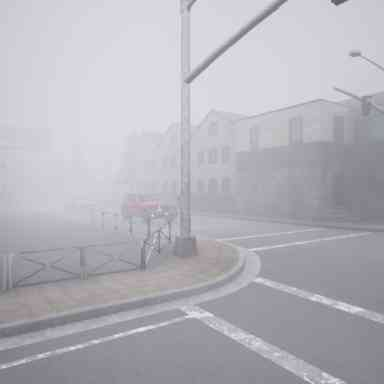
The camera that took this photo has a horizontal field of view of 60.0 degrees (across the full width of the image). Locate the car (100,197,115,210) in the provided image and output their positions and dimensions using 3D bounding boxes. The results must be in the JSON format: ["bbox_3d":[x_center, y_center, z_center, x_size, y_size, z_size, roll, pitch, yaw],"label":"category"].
[{"bbox_3d":[-10.536,1.328,40.416,1.837,1.490,4.892,0,0,-35],"label":"car"}]

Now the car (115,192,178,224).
[{"bbox_3d":[-3.202,1.045,23.663,2.150,2.045,5.566,0,0,-35],"label":"car"}]

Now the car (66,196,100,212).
[{"bbox_3d":[-12.135,1.176,36.324,2.097,1.767,4.553,0,0,-35],"label":"car"}]
